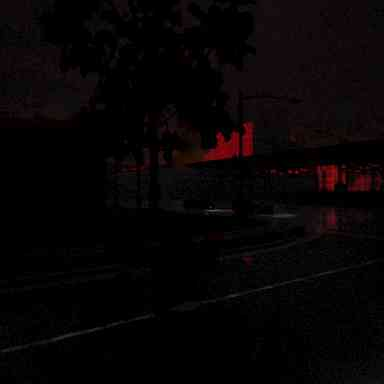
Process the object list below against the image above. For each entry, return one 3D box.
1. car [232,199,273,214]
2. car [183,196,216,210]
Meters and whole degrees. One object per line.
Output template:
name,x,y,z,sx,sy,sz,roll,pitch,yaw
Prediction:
car,6.377,1.478,35.362,1.882,1.535,5.008,0,0,-34
car,0.849,1.547,43.640,2.033,1.411,5.357,0,0,-33
